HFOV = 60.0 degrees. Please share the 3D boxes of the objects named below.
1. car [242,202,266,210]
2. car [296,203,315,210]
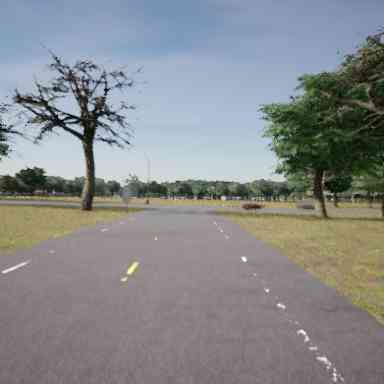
[{"bbox_3d":[11.967,2.752,64.246,4.674,1.442,1.812,2,0,0],"label":"car"},{"bbox_3d":[24.412,3.108,71.201,4.181,1.385,1.994,2,0,0],"label":"car"}]
